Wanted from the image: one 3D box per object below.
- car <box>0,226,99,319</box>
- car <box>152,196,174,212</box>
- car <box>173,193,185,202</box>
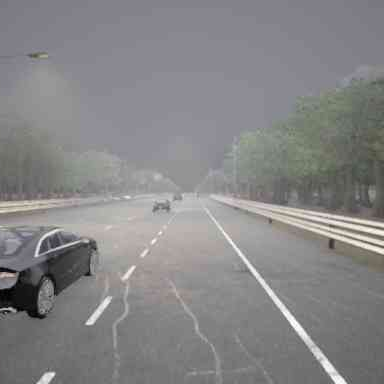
[{"bbox_3d":[-3.499,1.490,7.323,2.128,1.511,4.902,0,0,0],"label":"car"},{"bbox_3d":[-3.432,1.521,38.831,1.812,1.442,4.674,0,0,0],"label":"car"},{"bbox_3d":[-3.295,1.213,78.136,2.150,2.045,5.566,0,0,0],"label":"car"}]
